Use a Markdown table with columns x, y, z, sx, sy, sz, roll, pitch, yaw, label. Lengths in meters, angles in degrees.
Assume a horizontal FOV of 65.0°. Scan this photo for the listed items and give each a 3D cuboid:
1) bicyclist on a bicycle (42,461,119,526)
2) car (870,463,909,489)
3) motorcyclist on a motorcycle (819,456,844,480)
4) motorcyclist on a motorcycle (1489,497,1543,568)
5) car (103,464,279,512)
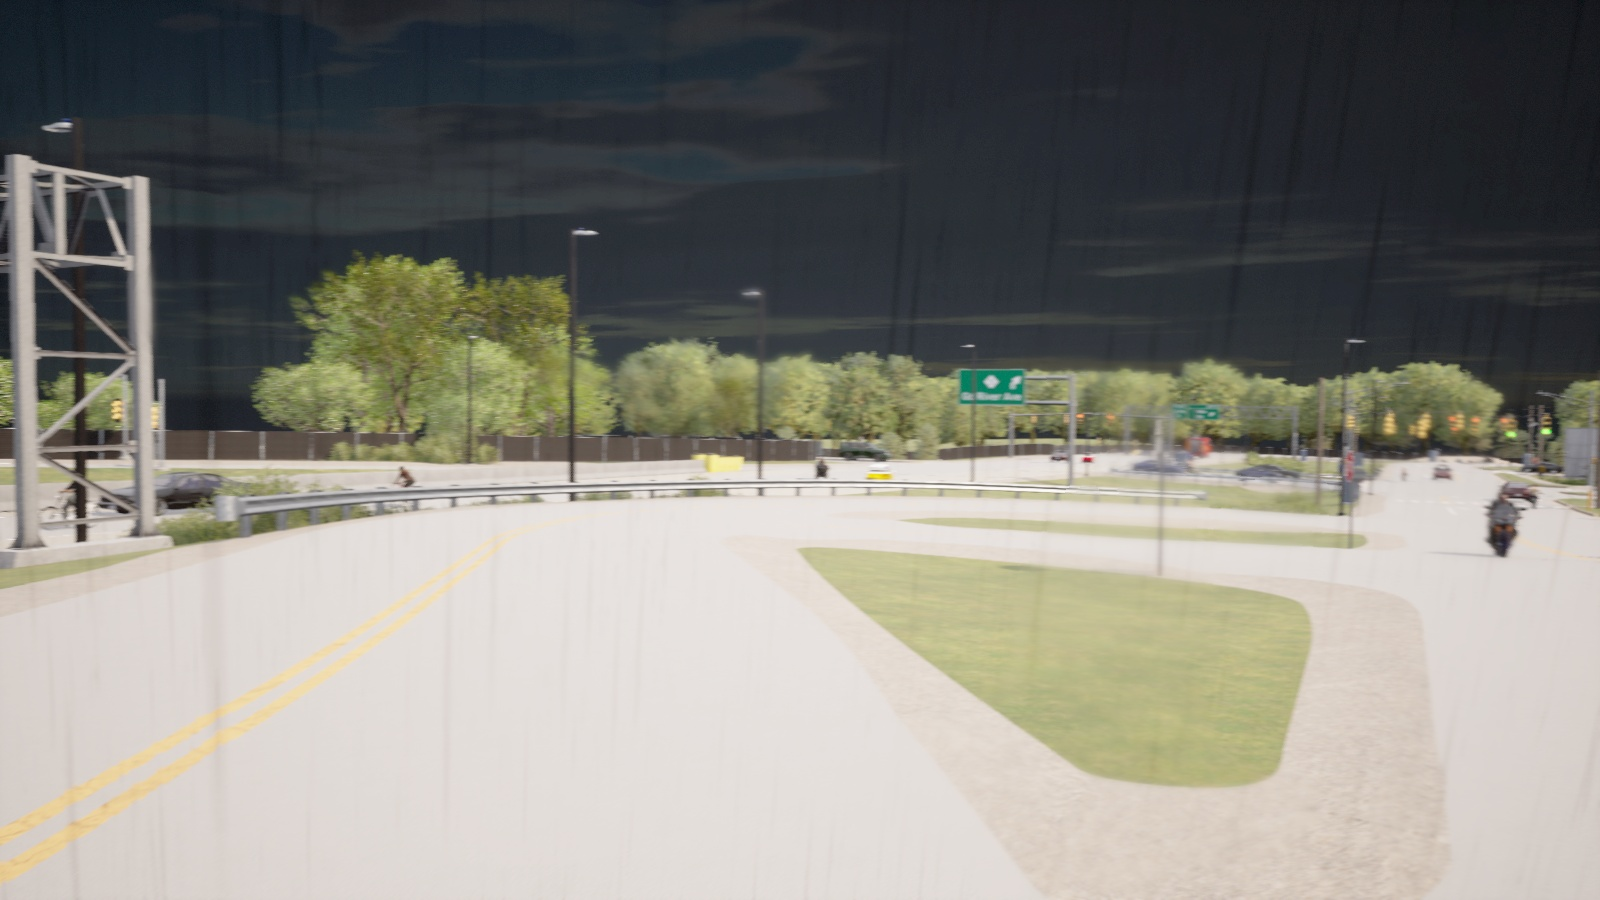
| x | y | z | sx | sy | sz | roll | pitch | yaw | label |
| --- | --- | --- | --- | --- | --- | --- | --- | --- | --- |
| -20.751 | 1.232 | 36.238 | 0.659 | 1.776 | 1.843 | 2 | 1 | 26 | bicyclist on a bicycle |
| 5.216 | 1.479 | 73.019 | 1.481 | 1.376 | 2.207 | 2 | 1 | 26 | car |
| 2.090 | 1.156 | 82.482 | 0.797 | 1.523 | 2.044 | 2 | 1 | 26 | motorcyclist on a motorcycle |
| 16.699 | 1.903 | 29.318 | 0.866 | 1.530 | 2.191 | 3 | -2 | 25 | motorcyclist on a motorcycle |
| -21.019 | 1.278 | 43.606 | 2.033 | 1.411 | 5.357 | 2 | 1 | 26 | car |
